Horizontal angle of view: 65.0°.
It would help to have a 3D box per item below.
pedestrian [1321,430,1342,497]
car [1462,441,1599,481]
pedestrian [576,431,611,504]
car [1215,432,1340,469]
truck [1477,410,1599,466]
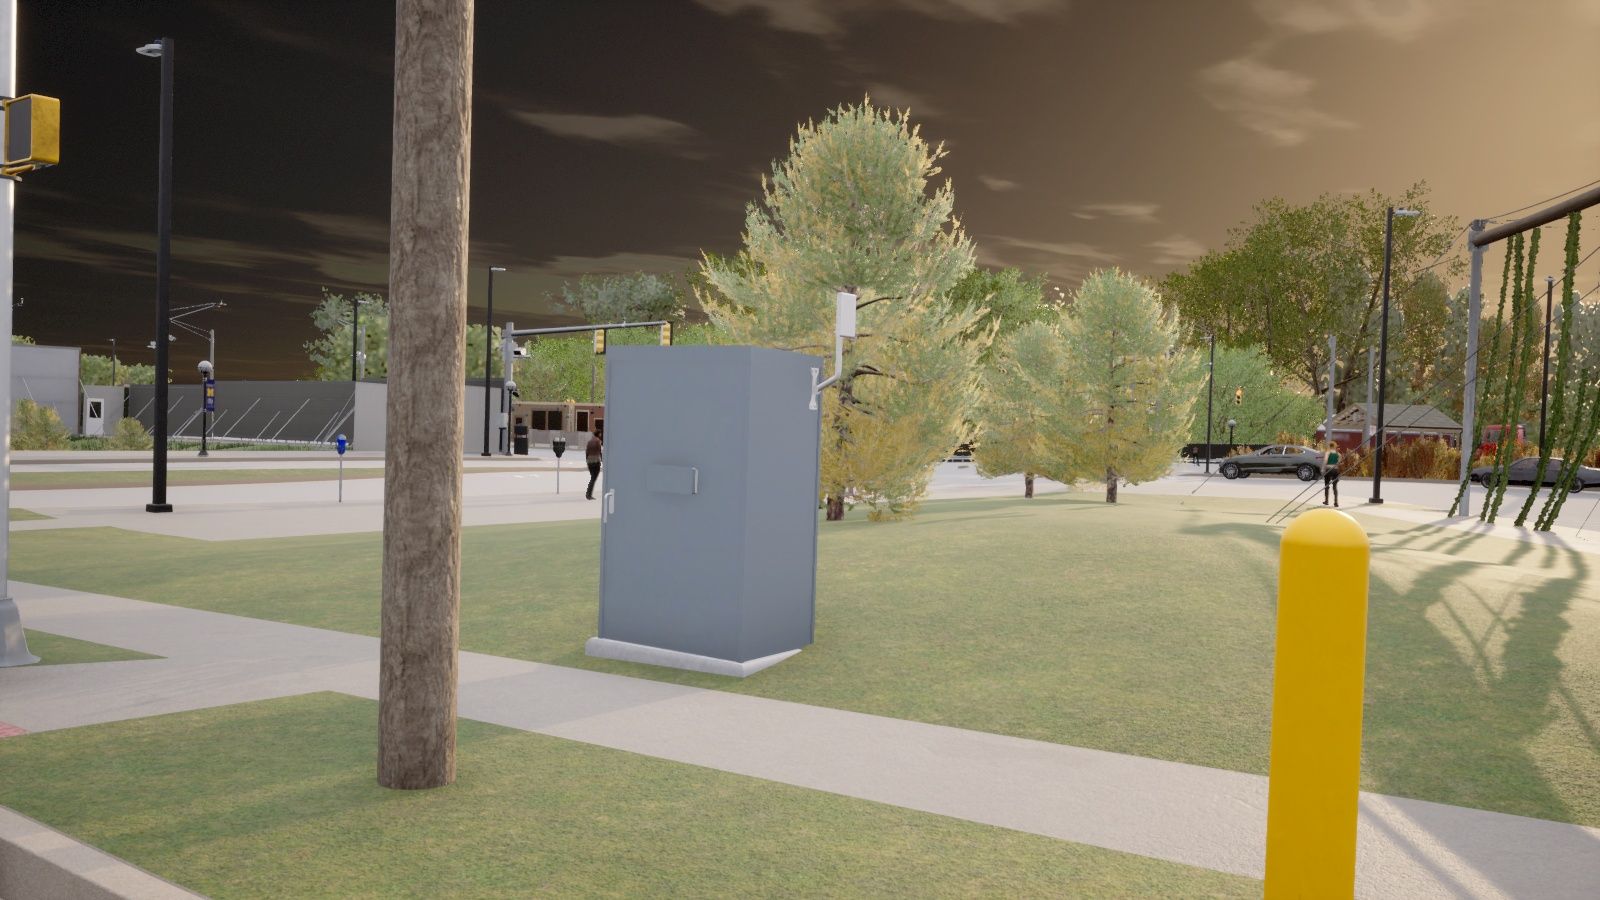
[{"bbox_3d":[14.921,0.370,35.254,0.345,1.836,0.594,1,2,9],"label":"pedestrian"},{"bbox_3d":[30.596,0.424,52.045,5.357,1.411,2.033,2,3,34],"label":"car"},{"bbox_3d":[-5.203,0.440,31.684,0.328,1.805,0.869,2,2,34],"label":"pedestrian"},{"bbox_3d":[22.013,0.016,57.932,5.027,1.651,2.152,0,1,34],"label":"car"},{"bbox_3d":[48.227,-0.804,80.672,7.936,3.462,2.891,1,2,39],"label":"truck"}]
